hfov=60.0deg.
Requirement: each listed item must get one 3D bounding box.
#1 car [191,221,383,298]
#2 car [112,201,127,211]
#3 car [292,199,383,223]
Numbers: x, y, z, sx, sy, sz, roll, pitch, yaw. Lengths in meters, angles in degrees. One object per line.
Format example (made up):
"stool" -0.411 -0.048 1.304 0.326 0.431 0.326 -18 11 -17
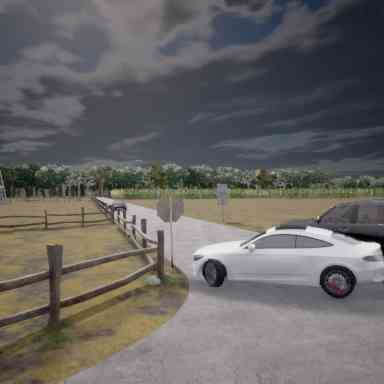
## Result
"car" 2.274 1.613 8.488 4.674 1.442 1.812 -2 0 22
"car" -10.849 1.983 49.470 2.033 1.411 5.357 -2 0 -18
"car" 5.105 1.229 9.819 2.150 2.045 5.566 -2 0 -40
